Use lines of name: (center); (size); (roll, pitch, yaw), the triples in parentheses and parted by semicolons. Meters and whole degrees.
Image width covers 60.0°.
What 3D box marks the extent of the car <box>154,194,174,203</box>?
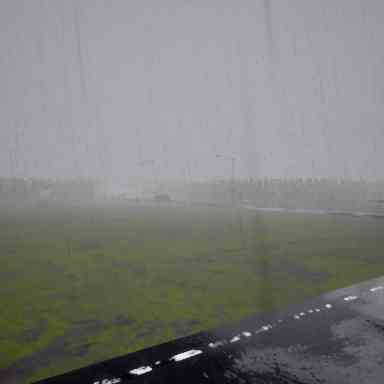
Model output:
car: (-5.013, 1.128, 59.784); (2.128, 1.511, 4.902); (0, 1, -35)
